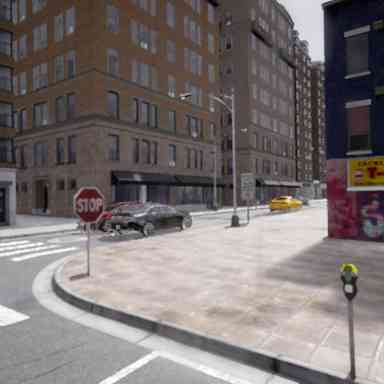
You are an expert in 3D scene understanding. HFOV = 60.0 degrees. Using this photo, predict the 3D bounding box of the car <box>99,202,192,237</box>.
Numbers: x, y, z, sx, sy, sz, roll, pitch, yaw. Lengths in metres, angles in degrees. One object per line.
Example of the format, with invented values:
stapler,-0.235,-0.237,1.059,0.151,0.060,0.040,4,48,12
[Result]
car,-1.919,1.338,16.928,2.128,1.511,4.902,-1,0,36

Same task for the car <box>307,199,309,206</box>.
car,13.897,1.227,43.909,2.033,1.411,5.357,-1,-1,36

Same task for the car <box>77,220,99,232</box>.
car,-4.103,1.377,18.946,1.882,1.535,5.008,-1,0,36

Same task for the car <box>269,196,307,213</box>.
car,9.196,1.176,32.402,1.882,1.535,5.008,-1,0,36
